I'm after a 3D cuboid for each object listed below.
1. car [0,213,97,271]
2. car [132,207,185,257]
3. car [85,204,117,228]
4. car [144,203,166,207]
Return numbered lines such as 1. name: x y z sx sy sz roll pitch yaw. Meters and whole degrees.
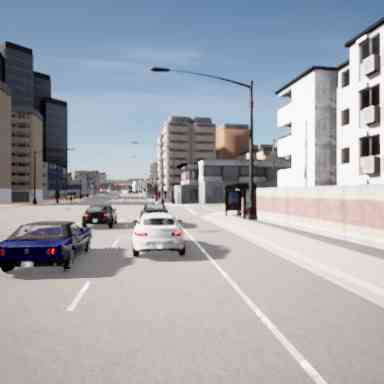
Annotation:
1. car: -4.557 1.592 10.869 1.895 1.301 4.718 0 0 -7
2. car: -1.317 1.516 12.950 1.812 1.442 4.674 0 0 -7
3. car: -5.988 1.509 21.785 1.812 1.442 4.674 0 0 -8
4. car: -2.497 1.474 22.054 2.128 1.511 4.902 0 0 -8
